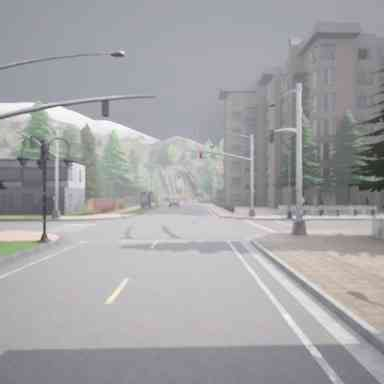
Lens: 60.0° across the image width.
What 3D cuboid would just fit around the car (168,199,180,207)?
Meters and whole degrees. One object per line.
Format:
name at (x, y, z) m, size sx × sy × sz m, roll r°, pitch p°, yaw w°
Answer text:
car at (-3.445, 2.113, 63.527) m, size 1.812 × 1.442 × 4.674 m, roll 0°, pitch -1°, yaw 0°
